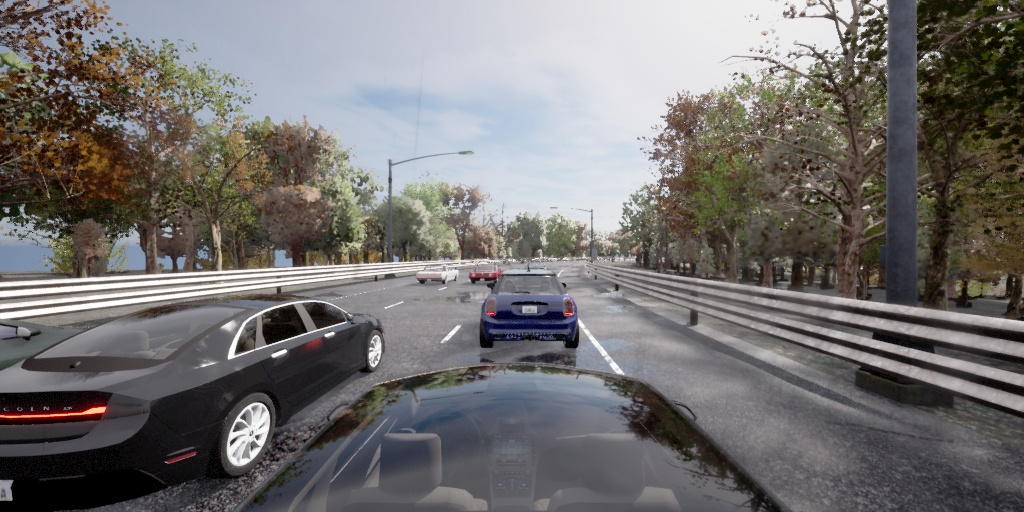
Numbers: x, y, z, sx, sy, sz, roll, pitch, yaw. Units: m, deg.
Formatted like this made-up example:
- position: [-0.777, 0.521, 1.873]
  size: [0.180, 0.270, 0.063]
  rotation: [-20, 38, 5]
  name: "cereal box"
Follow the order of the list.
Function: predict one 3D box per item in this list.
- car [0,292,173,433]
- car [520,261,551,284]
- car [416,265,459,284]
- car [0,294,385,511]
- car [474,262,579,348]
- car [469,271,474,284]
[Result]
- position: [-6.803, 1.311, 4.020]
  size: [1.994, 1.385, 4.181]
  rotation: [0, 0, 1]
  name: "car"
- position: [1.935, 1.228, 28.136]
  size: [2.128, 1.511, 4.902]
  rotation: [0, 0, 7]
  name: "car"
- position: [-5.333, 1.319, 26.315]
  size: [1.895, 1.301, 4.718]
  rotation: [0, 0, 6]
  name: "car"
- position: [-3.286, 1.252, 4.722]
  size: [1.837, 1.490, 4.892]
  rotation: [0, 0, 1]
  name: "car"
- position: [0.392, 1.098, 9.362]
  size: [2.097, 1.767, 4.553]
  rotation: [0, 0, 1]
  name: "car"
- position: [-1.769, 1.328, 26.660]
  size: [1.895, 1.301, 4.718]
  rotation: [0, 0, 7]
  name: "car"
